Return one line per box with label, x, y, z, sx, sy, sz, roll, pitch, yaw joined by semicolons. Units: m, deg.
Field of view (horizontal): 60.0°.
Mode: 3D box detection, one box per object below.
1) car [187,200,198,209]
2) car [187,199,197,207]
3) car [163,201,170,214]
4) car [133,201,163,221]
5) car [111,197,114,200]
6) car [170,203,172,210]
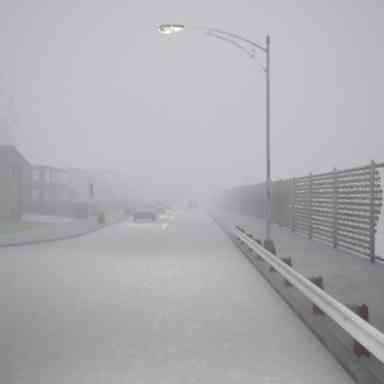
car;0.094;2.092;55.615;2.033;1.411;5.357;0;-1;-1
car;-0.012;2.196;66.243;2.033;1.411;5.357;0;-1;0
car;-4.099;1.898;40.112;1.837;1.490;4.892;0;-1;0
car;-4.105;1.776;30.394;1.882;1.535;5.008;0;-1;0
car;-17.289;1.777;65.828;3.633;1.501;1.845;0;-1;0
car;-4.067;2.043;50.567;2.033;1.411;5.357;0;-1;0
